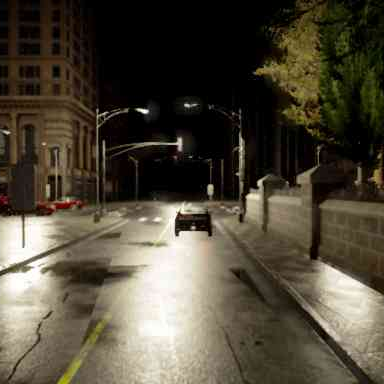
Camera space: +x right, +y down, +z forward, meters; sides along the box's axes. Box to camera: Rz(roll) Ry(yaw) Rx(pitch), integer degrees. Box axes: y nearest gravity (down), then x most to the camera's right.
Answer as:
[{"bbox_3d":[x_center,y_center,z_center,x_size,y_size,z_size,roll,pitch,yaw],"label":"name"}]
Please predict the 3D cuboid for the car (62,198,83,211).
[{"bbox_3d":[-14.858,1.387,38.528,4.097,1.590,1.967,-1,1,0],"label":"car"}]

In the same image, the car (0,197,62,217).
[{"bbox_3d":[-14.877,1.336,30.000,5.009,1.841,2.192,-1,1,0],"label":"car"}]

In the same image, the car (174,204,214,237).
[{"bbox_3d":[0.094,1.387,17.394,2.128,1.511,4.902,0,0,1],"label":"car"}]
